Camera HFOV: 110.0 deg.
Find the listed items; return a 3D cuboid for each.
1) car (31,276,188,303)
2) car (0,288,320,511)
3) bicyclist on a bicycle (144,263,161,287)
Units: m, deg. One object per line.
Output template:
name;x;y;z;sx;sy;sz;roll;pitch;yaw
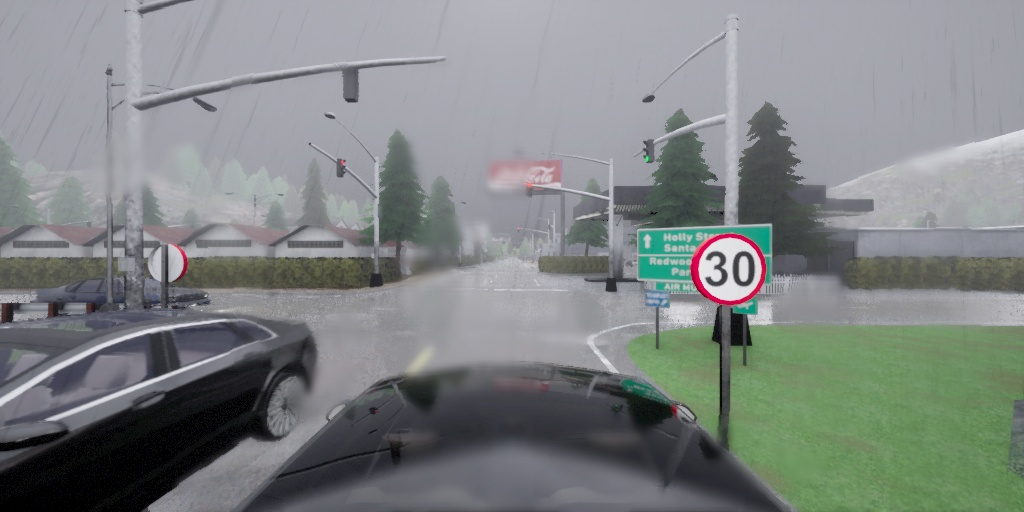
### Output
car;-14.828;1.489;13.749;5.357;1.411;2.033;0;0;1
car;-3.416;1.241;2.583;2.128;1.511;4.902;0;0;2
bicyclist on a bicycle;-21.674;1.243;21.323;0.582;1.620;1.656;0;0;1
